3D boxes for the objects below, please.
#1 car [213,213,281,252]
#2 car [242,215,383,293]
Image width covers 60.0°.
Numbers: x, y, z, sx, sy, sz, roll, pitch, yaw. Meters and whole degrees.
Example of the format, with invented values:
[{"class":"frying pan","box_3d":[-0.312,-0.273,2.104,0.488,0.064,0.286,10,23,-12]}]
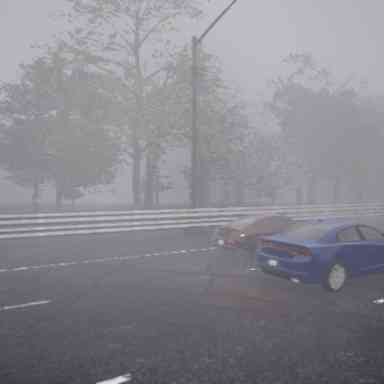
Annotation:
[{"class":"car","box_3d":[2.945,1.515,12.372,4.674,1.442,1.812,0,0,-31]},{"class":"car","box_3d":[3.974,1.472,8.919,5.008,1.535,1.882,0,0,-31]}]
